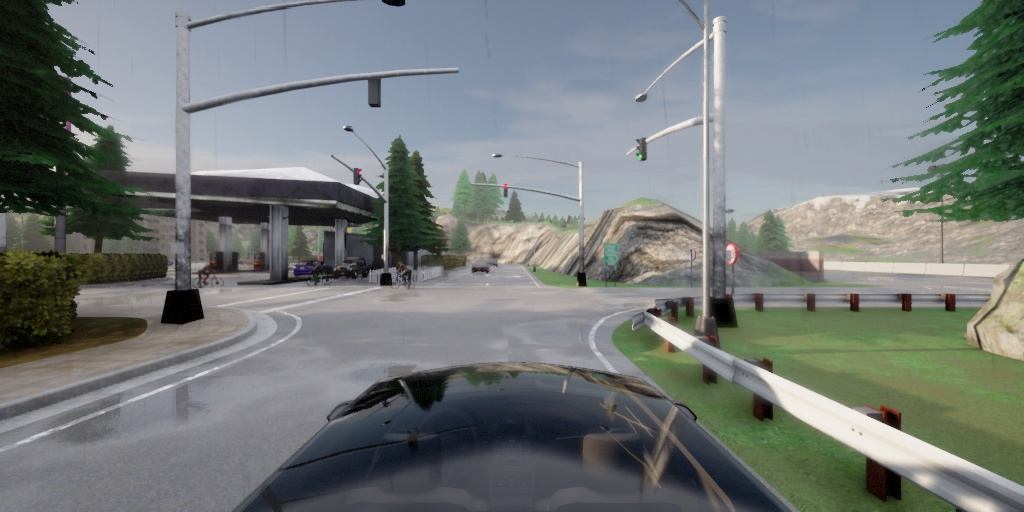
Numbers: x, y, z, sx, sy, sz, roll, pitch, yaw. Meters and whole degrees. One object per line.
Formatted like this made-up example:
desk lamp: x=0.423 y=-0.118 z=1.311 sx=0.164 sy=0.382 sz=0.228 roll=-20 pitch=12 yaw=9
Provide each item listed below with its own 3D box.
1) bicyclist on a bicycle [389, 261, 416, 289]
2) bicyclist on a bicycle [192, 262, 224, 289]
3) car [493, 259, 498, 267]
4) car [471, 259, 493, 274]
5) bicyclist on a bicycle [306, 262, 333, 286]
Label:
bicyclist on a bicycle: x=-6.289 y=1.114 z=20.588 sx=1.656 sy=1.620 sz=0.582 roll=0 pitch=-1 yaw=12
bicyclist on a bicycle: x=-18.539 y=1.190 z=21.907 sx=1.656 sy=1.620 sz=0.582 roll=0 pitch=-1 yaw=-15
car: x=-3.457 y=1.296 z=65.015 sx=2.033 sy=1.411 sz=5.357 roll=0 pitch=0 yaw=0
car: x=-3.568 y=1.227 z=41.332 sx=1.882 sy=1.535 sz=5.008 roll=0 pitch=0 yaw=0
bicyclist on a bicycle: x=-13.084 y=1.203 z=24.373 sx=1.656 sy=1.620 sz=0.582 roll=0 pitch=0 yaw=-40
